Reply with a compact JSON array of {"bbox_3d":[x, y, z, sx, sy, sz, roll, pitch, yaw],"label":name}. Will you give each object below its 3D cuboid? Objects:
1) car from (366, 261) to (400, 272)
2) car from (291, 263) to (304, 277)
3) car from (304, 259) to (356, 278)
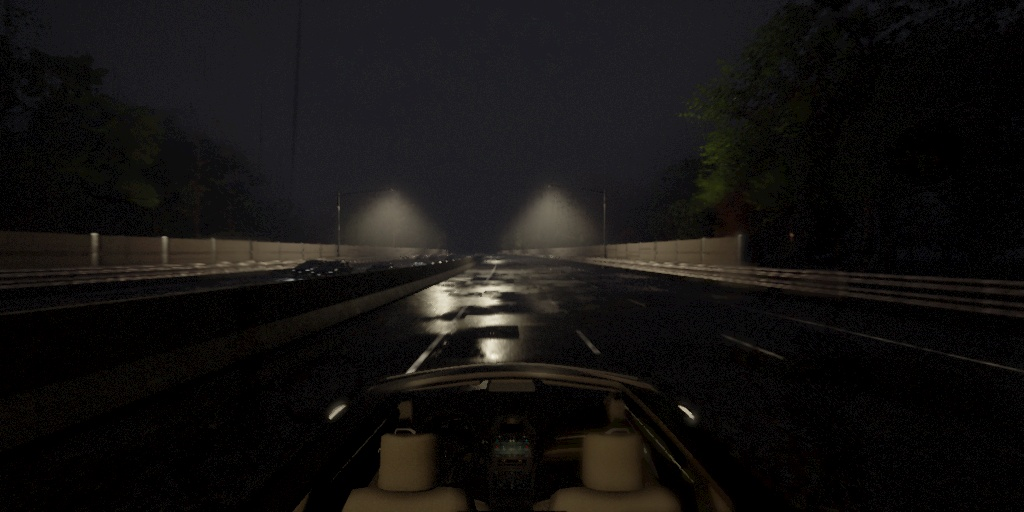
[{"bbox_3d":[-10.802,1.155,30.449,1.994,1.385,4.181,0,1,-1],"label":"car"},{"bbox_3d":[-17.833,1.081,32.474,1.837,1.490,4.892,0,1,-1],"label":"car"},{"bbox_3d":[-14.284,1.118,28.920,1.837,1.490,4.892,0,1,-1],"label":"car"}]
